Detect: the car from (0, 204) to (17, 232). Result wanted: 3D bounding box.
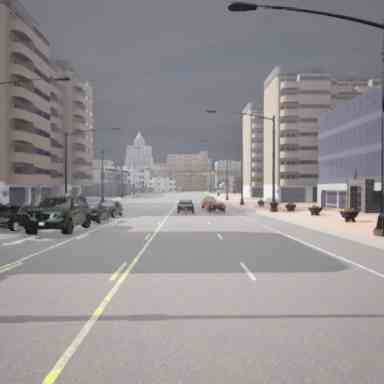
[{"bbox_3d":[-11.023,1.531,20.507,1.837,1.490,4.892,0,-1,-1],"label":"car"}]

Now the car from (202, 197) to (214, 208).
[{"bbox_3d":[2.540,1.466,49.137,2.097,1.767,4.553,0,0,-1],"label":"car"}]

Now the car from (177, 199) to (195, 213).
[{"bbox_3d":[-0.706,1.571,37.761,2.128,1.511,4.902,0,0,-1],"label":"car"}]

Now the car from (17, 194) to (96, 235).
[{"bbox_3d":[-7.489,1.243,19.134,2.150,2.045,5.566,0,0,-2],"label":"car"}]

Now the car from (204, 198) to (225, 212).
[{"bbox_3d":[2.760,1.685,39.332,1.895,1.301,4.718,0,0,-1],"label":"car"}]

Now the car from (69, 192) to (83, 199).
[{"bbox_3d":[-27.711,0.785,79.641,1.970,1.475,3.806,0,2,-1],"label":"car"}]

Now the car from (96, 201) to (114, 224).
[{"bbox_3d":[-7.528,1.603,24.944,1.994,1.385,4.181,0,0,-1],"label":"car"}]

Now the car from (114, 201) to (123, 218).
[{"bbox_3d":[-7.705,1.535,30.771,1.882,1.535,5.008,0,0,0],"label":"car"}]

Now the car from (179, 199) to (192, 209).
[{"bbox_3d":[-0.936,1.713,48.143,1.895,1.301,4.718,0,0,-1],"label":"car"}]
